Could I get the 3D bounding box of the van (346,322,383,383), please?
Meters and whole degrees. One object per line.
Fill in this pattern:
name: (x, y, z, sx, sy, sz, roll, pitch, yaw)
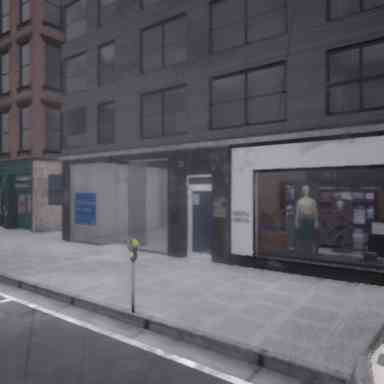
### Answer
van: (2.557, 1.343, 0.986, 3.998, 1.788, 1.690, 0, 0, 36)
